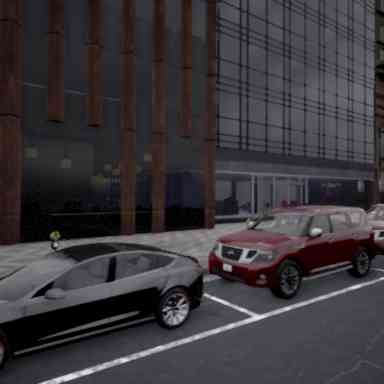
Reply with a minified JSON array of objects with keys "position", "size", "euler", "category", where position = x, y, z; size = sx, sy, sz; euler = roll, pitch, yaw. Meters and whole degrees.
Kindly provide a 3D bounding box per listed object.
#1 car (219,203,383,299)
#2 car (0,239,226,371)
[{"position":[2.817,1.316,8.651],"size":[5.009,1.841,2.192],"euler":[0,0,-35],"category":"car"},{"position":[-1.772,1.566,5.379],"size":[4.313,1.339,1.947],"euler":[0,0,-35],"category":"car"}]
